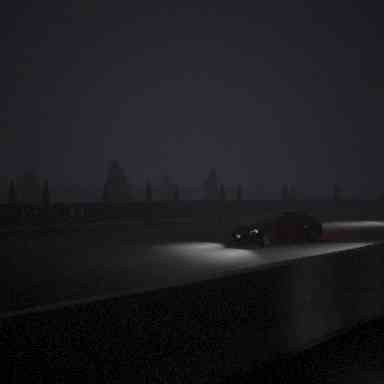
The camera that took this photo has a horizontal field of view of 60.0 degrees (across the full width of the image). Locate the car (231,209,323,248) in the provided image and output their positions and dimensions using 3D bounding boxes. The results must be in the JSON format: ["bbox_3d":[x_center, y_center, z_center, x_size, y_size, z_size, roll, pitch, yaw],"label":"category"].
[{"bbox_3d":[3.881,1.524,14.831,4.674,1.442,1.812,0,0,-32],"label":"car"}]
